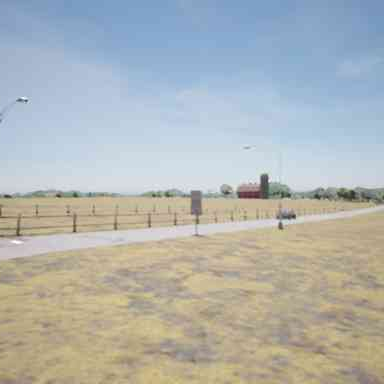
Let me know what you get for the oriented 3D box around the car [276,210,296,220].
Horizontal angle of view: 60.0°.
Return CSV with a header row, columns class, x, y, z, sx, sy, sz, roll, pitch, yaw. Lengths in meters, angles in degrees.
class,x,y,z,sx,sy,sz,roll,pitch,yaw
car,14.161,3.413,49.913,1.994,1.385,4.181,-1,-2,35
